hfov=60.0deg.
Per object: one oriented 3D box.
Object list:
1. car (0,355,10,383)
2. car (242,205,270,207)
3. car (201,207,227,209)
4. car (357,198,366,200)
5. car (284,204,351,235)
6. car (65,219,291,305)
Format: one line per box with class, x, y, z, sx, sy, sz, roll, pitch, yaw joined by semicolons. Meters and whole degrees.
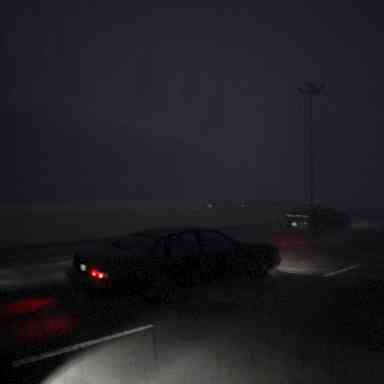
car;-3.140;1.577;1.629;4.181;1.385;1.994;0;0;-35
car;7.344;1.452;33.299;4.181;1.385;1.994;0;0;-44
car;3.146;1.402;38.967;4.892;1.490;1.837;0;0;-45
car;33.261;1.208;64.977;2.128;1.511;4.902;0;0;33
car;7.043;1.414;18.497;4.902;1.511;2.128;0;0;-41
car;-0.163;1.531;8.100;5.357;1.411;2.033;0;0;-37
